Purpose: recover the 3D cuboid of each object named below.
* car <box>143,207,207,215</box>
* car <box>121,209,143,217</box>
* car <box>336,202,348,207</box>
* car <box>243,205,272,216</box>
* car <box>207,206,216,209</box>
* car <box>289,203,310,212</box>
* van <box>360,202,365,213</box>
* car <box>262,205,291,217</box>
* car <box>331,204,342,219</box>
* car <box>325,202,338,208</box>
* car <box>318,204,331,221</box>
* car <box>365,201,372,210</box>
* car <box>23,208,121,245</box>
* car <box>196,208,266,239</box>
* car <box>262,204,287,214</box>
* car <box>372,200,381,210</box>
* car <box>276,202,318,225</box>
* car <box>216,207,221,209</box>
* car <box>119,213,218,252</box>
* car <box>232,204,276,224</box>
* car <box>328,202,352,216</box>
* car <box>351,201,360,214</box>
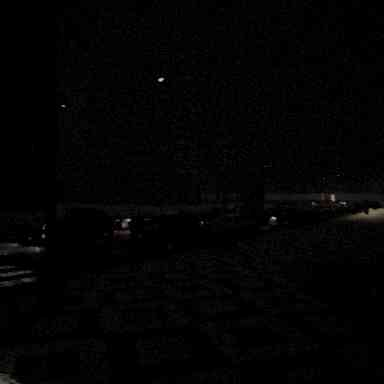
[{"bbox_3d":[-1.148,1.961,24.871,1.812,1.442,4.674,0,-1,36],"label":"car"},{"bbox_3d":[-4.562,1.970,24.690,2.008,1.369,4.403,-2,-2,36],"label":"car"},{"bbox_3d":[38.093,3.164,84.381,2.008,1.369,4.403,-2,-2,36],"label":"car"},{"bbox_3d":[8.561,2.338,43.056,2.008,1.369,4.403,-2,-2,36],"label":"car"},{"bbox_3d":[1.999,2.144,33.874,1.887,1.381,4.507,-2,-2,36],"label":"car"},{"bbox_3d":[18.405,2.622,56.831,2.008,1.369,4.403,-2,-2,36],"label":"car"},{"bbox_3d":[25.336,2.356,51.877,1.690,1.788,3.998,-2,-2,36],"label":"van"},{"bbox_3d":[10.512,2.326,41.108,1.994,1.385,4.181,0,-1,37],"label":"car"},{"bbox_3d":[15.498,2.313,38.100,1.802,1.307,4.206,-2,-2,36],"label":"car"},{"bbox_3d":[31.531,3.018,75.197,1.802,1.307,4.206,-2,-2,36],"label":"car"},{"bbox_3d":[12.212,2.181,33.504,1.887,1.381,4.507,-2,-2,36],"label":"car"},{"bbox_3d":[28.620,2.658,56.463,2.008,1.369,4.403,-2,-2,36],"label":"car"},{"bbox_3d":[-6.359,1.649,17.575,2.097,1.767,4.553,0,-1,35],"label":"car"},{"bbox_3d":[2.468,1.891,19.867,1.752,1.417,4.829,-2,-2,36],"label":"car"},{"bbox_3d":[11.842,2.433,47.647,2.008,1.369,4.403,-2,-2,36],"label":"car"},{"bbox_3d":[35.181,2.606,65.654,2.192,1.841,5.009,-2,-2,36],"label":"car"},{"bbox_3d":[8.929,1.858,28.919,2.192,1.841,5.009,-2,-2,36],"label":"car"},{"bbox_3d":[4.646,2.121,32.961,1.812,1.442,4.674,0,-1,35],"label":"car"},{"bbox_3d":[-0.911,1.842,15.137,1.947,1.339,4.313,-2,-2,36],"label":"car"},{"bbox_3d":[4.964,1.862,27.938,2.097,1.767,4.553,0,-1,36],"label":"car"},{"bbox_3d":[18.775,2.371,42.688,1.887,1.381,4.507,-2,-2,36],"label":"car"},{"bbox_3d":[22.056,2.361,47.283,1.967,1.590,4.097,-2,-2,36],"label":"car"}]
